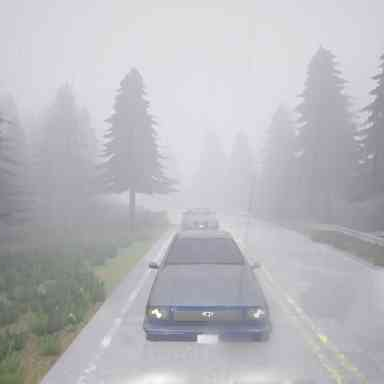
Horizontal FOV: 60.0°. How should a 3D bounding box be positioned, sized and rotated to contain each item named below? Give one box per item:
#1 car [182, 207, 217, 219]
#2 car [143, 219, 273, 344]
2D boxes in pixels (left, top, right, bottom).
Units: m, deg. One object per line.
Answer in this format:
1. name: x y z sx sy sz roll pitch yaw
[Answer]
1. car: 0.401 1.584 19.139 1.994 1.385 4.181 0 0 -2
2. car: 0.250 1.557 7.054 2.033 1.411 5.357 0 0 1
